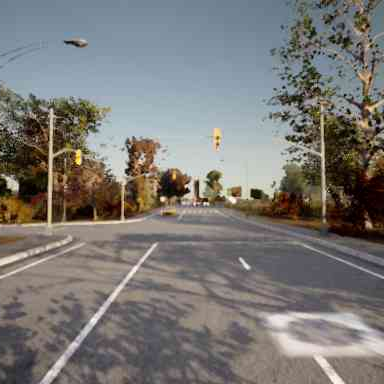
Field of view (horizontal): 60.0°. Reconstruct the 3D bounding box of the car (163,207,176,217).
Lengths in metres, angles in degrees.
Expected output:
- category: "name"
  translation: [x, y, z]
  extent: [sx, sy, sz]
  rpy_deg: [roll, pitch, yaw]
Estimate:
- category: "car"
  translation: [-3.486, 3.013, 51.828]
  extent: [1.882, 1.535, 5.008]
  rpy_deg: [0, -1, 0]
